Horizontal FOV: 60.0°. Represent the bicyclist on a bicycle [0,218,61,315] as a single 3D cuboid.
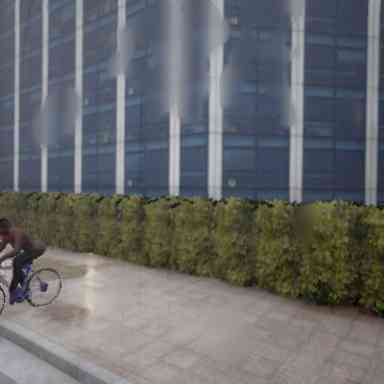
[{"bbox_3d":[-2.901,1.235,5.447,0.582,1.620,1.656,1,3,36],"label":"bicyclist on a bicycle"}]
